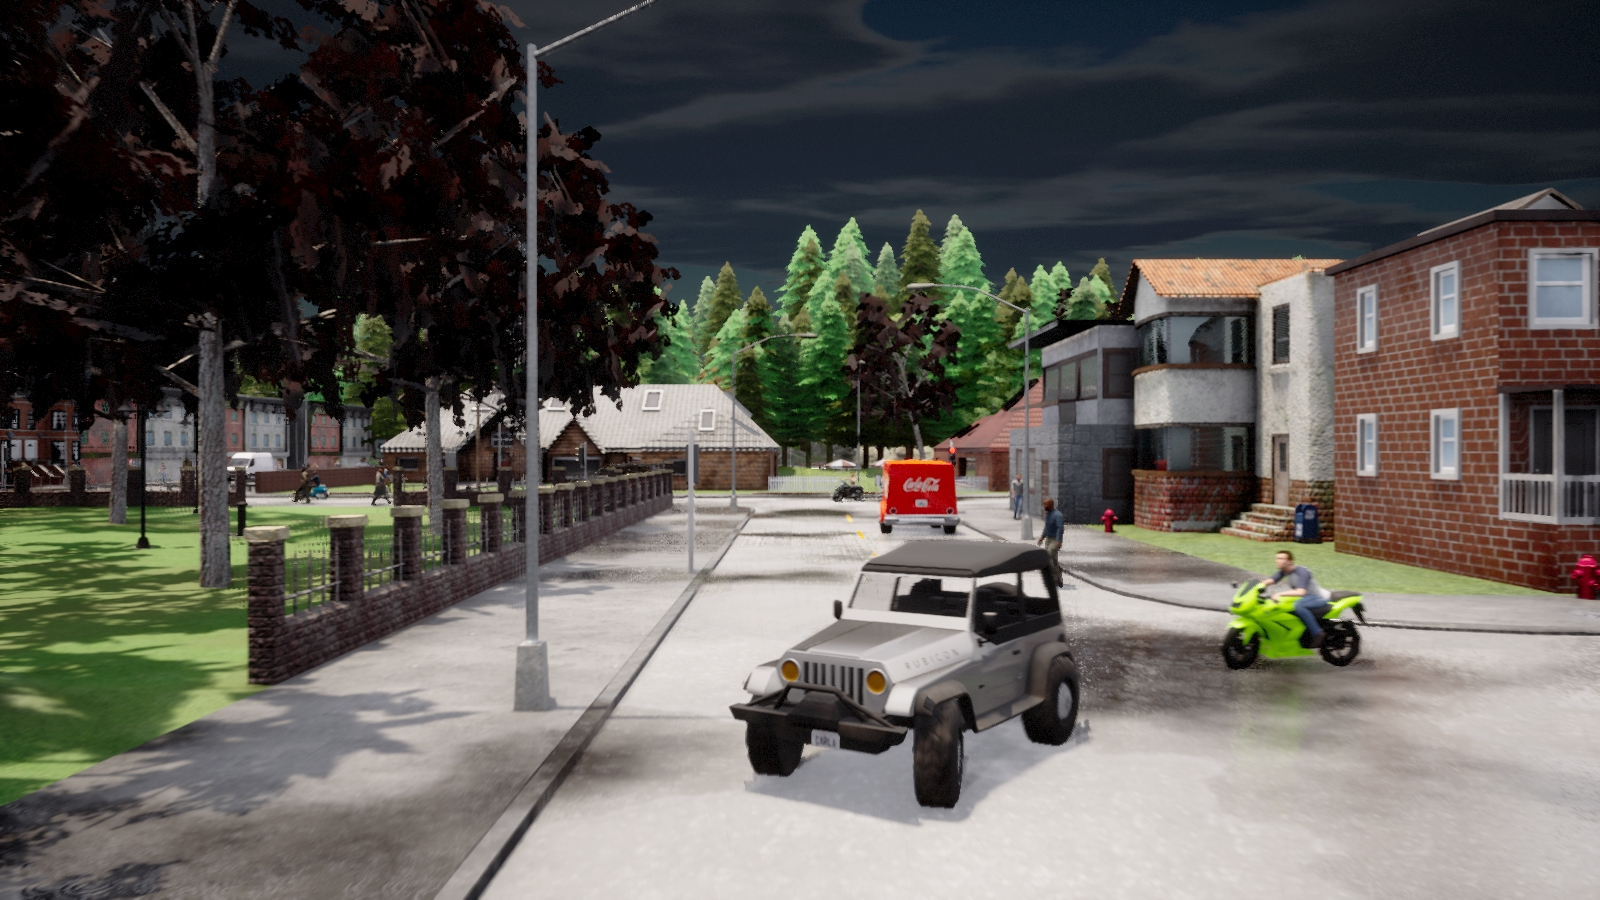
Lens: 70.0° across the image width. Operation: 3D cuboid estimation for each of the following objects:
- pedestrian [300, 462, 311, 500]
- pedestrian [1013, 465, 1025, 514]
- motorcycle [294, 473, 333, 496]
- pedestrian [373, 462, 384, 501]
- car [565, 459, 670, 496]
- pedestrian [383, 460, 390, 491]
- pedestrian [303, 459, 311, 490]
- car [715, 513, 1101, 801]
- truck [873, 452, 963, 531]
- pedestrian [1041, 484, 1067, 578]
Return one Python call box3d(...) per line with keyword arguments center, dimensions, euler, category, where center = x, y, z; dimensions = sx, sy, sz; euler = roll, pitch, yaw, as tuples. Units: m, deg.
box3d(center=(-24.428, 1.514, 56.432), dimensions=(0.375, 1.860, 0.375), euler=(0, 0, -1), category="pedestrian")
box3d(center=(8.388, 1.511, 43.778), dimensions=(0.375, 1.860, 0.375), euler=(0, 0, -8), category="pedestrian")
box3d(center=(-27.453, 1.952, 64.510), dimensions=(1.805, 1.236, 0.856), euler=(0, 0, 0), category="motorcycle")
box3d(center=(-20.371, 1.517, 55.195), dimensions=(0.375, 1.860, 0.375), euler=(0, 0, -2), category="pedestrian")
box3d(center=(-10.255, 1.550, 64.503), dimensions=(5.566, 2.045, 2.150), euler=(0, 0, 0), category="car")
box3d(center=(-24.758, 1.513, 68.411), dimensions=(0.375, 1.860, 0.375), euler=(0, 0, -10), category="pedestrian")
box3d(center=(-30.219, 1.507, 69.970), dimensions=(0.375, 1.860, 0.375), euler=(0, 0, -9), category="pedestrian")
box3d(center=(1.174, 1.636, 10.510), dimensions=(1.905, 1.878, 3.866), euler=(0, 0, 34), category="car")
box3d(center=(3.973, 1.354, 39.519), dimensions=(2.627, 2.467, 5.204), euler=(0, 1, 1), category="truck")
box3d(center=(5.128, 1.625, 23.068), dimensions=(0.375, 1.860, 0.375), euler=(0, 0, -15), category="pedestrian")
